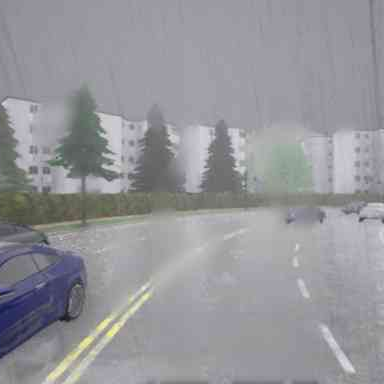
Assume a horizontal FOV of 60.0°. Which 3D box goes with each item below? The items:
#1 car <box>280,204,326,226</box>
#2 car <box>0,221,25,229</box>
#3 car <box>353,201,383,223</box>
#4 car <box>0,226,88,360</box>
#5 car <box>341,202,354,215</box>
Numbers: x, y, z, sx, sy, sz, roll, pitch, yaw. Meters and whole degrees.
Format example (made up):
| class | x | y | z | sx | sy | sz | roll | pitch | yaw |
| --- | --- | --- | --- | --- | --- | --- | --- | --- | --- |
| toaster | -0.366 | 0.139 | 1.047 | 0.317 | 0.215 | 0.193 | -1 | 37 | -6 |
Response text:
| class | x | y | z | sx | sy | sz | roll | pitch | yaw |
| --- | --- | --- | --- | --- | --- | --- | --- | --- | --- |
| car | 7.957 | 1.555 | 23.598 | 2.033 | 1.411 | 5.357 | 0 | 0 | 35 |
| car | -5.873 | 1.516 | 9.202 | 1.994 | 1.385 | 4.181 | 0 | 0 | 12 |
| car | 14.512 | 1.567 | 26.033 | 1.812 | 1.442 | 4.674 | 0 | 0 | 42 |
| car | -3.062 | 1.500 | 4.602 | 1.812 | 1.442 | 4.674 | 0 | 0 | 8 |
| car | 16.842 | 1.592 | 32.899 | 5.357 | 1.411 | 2.033 | 0 | 0 | -38 |
